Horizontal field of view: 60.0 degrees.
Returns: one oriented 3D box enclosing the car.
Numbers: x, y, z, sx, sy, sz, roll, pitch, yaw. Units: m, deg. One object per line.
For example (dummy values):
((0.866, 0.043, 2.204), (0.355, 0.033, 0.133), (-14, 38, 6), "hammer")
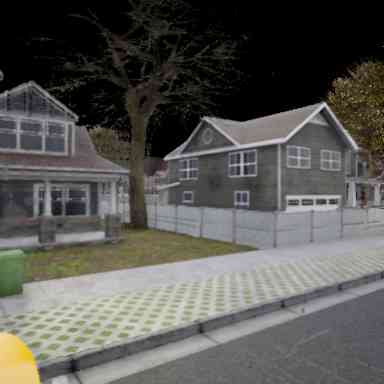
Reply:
((-3.053, 1.471, 0.879), (5.008, 1.535, 1.882), (0, 0, -35), "car")
